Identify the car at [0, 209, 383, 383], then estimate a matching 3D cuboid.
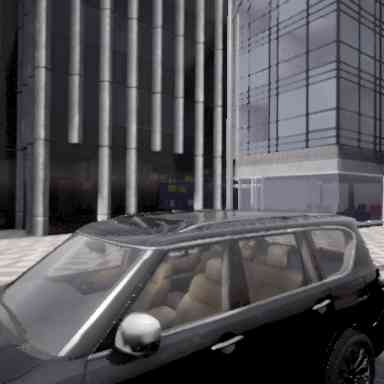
[{"bbox_3d":[-0.276,1.242,3.185,5.566,2.045,2.150,0,0,-36],"label":"car"}]
